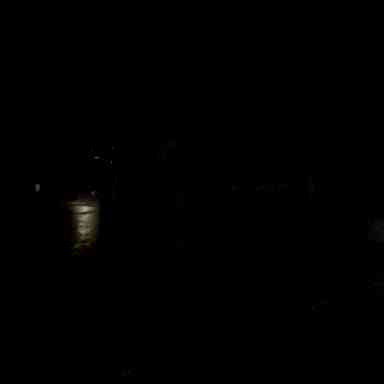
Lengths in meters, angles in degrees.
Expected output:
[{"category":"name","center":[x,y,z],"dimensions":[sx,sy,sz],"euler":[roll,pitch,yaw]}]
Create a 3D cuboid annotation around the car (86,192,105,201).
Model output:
[{"category":"car","center":[-15.265,0.694,52.548],"dimensions":[2.128,1.511,4.902],"euler":[-2,2,-35]}]
